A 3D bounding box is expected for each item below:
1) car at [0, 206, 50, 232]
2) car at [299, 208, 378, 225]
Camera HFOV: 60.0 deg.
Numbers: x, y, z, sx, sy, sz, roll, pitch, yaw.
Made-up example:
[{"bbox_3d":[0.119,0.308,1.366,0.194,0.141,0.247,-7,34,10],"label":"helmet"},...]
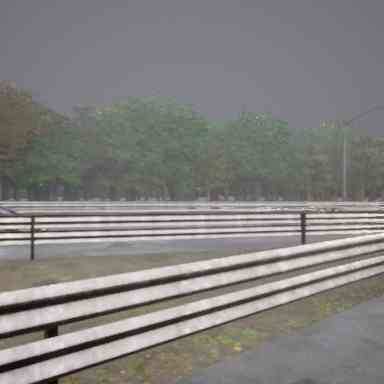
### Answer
[{"bbox_3d":[-9.058,1.357,15.066,4.892,1.490,1.837,1,0,-17],"label":"car"},{"bbox_3d":[9.059,1.634,20.667,4.718,1.301,1.895,1,0,-17],"label":"car"}]
